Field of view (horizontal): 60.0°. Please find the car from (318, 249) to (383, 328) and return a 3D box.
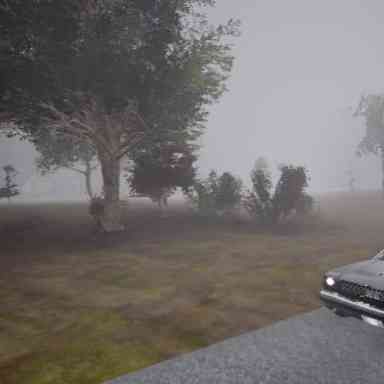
[{"bbox_3d":[4.445,1.533,6.053,4.718,1.301,1.895,-1,2,-34],"label":"car"}]
